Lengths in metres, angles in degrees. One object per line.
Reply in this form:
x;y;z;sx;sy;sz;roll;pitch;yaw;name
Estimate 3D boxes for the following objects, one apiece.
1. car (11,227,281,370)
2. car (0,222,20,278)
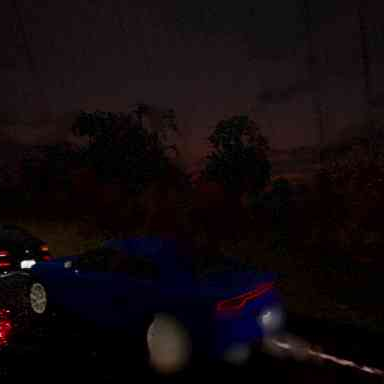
-0.985;1.541;5.910;5.008;1.535;1.882;0;-1;36;car
-5.871;1.597;9.451;4.674;1.442;1.812;0;-1;36;car
